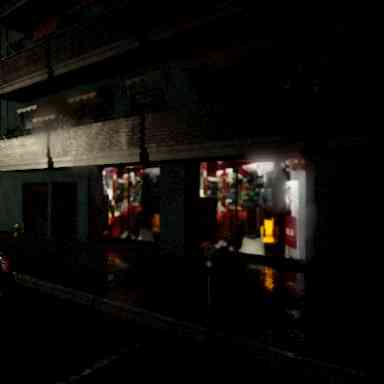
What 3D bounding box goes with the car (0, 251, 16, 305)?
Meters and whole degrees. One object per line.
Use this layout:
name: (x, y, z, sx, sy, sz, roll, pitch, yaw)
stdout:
car: (-5.420, 1.414, 6.757, 4.097, 1.590, 1.967, 0, 0, 36)
